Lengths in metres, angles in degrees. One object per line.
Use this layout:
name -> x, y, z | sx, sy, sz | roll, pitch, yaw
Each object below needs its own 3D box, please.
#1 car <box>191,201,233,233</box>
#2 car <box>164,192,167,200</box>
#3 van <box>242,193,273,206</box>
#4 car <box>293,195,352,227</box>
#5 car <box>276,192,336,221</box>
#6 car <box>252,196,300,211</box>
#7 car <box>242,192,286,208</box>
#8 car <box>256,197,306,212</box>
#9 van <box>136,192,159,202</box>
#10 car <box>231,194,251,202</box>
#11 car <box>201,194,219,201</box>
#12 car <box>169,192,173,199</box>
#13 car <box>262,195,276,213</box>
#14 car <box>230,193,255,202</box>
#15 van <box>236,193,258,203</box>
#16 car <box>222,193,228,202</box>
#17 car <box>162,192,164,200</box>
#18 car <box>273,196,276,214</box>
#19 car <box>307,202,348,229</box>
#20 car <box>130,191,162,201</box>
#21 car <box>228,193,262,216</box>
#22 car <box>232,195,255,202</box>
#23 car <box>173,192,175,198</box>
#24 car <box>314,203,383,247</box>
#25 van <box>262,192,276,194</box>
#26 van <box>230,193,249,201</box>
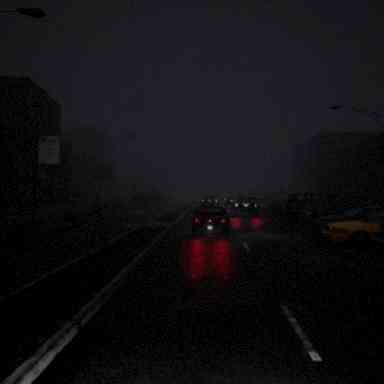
car -> 0.990, 1.394, 18.237 | 1.895, 1.301, 4.718 | 1, 1, 3
car -> -9.070, 0.936, 75.126 | 5.566, 2.045, 2.435 | 1, 0, 3
van -> 10.203, 1.112, 52.077 | 4.442, 1.987, 1.878 | 1, 0, 3
car -> 8.555, 1.236, 19.042 | 4.553, 1.767, 2.185 | 1, 0, 3
car -> 8.762, 1.089, 21.790 | 5.566, 2.045, 2.435 | 1, 0, 3
car -> 9.601, 1.286, 38.306 | 5.008, 1.535, 2.097 | 1, 0, 3
car -> 10.003, 1.055, 46.569 | 5.566, 2.045, 2.435 | 1, 0, 3
car -> 9.421, 1.315, 35.556 | 4.792, 1.488, 2.163 | 1, 0, 3
van -> -9.241, 0.943, 69.567 | 4.442, 1.987, 1.878 | 1, 0, 3
car -> 11.791, 1.347, 79.611 | 4.553, 1.767, 2.185 | 1, 0, 3
car -> 2.157, 1.060, 40.496 | 2.097, 1.767, 4.553 | 1, 0, 3
car -> -8.387, 0.956, 86.341 | 5.566, 2.045, 2.435 | 1, 0, 3
car -> 9.169, 1.298, 30.050 | 4.892, 1.521, 2.231 | 1, 0, 3
car -> 11.589, 1.214, 76.859 | 5.566, 2.045, 2.435 | 1, 0, 3
van -> 11.300, 1.214, 68.587 | 4.442, 1.987, 1.878 | 1, 0, 3
car -> 5.284, 1.261, 43.599 | 1.837, 1.490, 4.892 | 1, 0, 3
car -> -9.168, 1.209, 72.473 | 4.792, 1.488, 2.163 | 1, 0, 3
car -> 8.879, 1.322, 24.545 | 5.008, 1.535, 2.097 | 1, 0, 3
car -> 8.443, 1.427, 16.290 | 4.674, 1.452, 2.002 | 1, 1, 3
car -> -9.545, 0.902, 66.803 | 5.566, 2.045, 2.435 | 1, 0, 3
car -> 4.543, 1.112, 29.273 | 2.097, 1.767, 4.553 | 1, 0, 3
car -> 11.440, 1.488, 74.105 | 4.792, 1.488, 2.163 | 1, 0, 3
car -> -8.085, 1.207, 89.112 | 5.366, 1.575, 1.946 | 1, 0, 3
car -> 8.110, 1.410, 13.546 | 5.366, 1.575, 1.946 | 1, 1, 3
van -> 9.852, 1.065, 40.932 | 4.442, 1.987, 1.878 | 1, 0, 3
van -> 11.788, 1.249, 82.373 | 4.442, 1.987, 1.878 | 1, 0, 3
